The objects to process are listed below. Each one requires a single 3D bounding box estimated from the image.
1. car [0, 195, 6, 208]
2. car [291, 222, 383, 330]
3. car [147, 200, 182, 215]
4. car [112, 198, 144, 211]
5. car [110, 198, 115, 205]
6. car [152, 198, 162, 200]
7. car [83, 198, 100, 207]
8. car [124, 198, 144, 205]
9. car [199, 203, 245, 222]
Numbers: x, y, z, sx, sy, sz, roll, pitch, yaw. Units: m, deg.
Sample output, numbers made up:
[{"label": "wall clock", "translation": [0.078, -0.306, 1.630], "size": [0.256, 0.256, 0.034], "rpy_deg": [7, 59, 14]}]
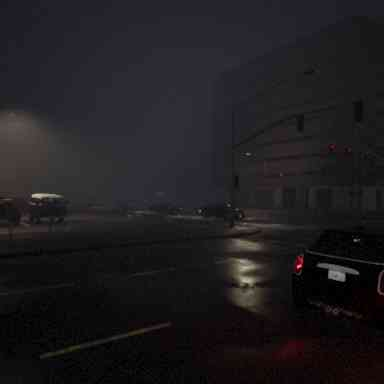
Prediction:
[{"label": "car", "translation": [-32.850, 1.273, 55.650], "size": [1.932, 1.855, 4.605], "rpy_deg": [1, 0, -35]}, {"label": "car", "translation": [4.120, 1.431, 6.732], "size": [4.553, 1.767, 2.097], "rpy_deg": [1, -1, -36]}, {"label": "car", "translation": [-3.112, 1.873, 37.831], "size": [1.895, 1.301, 4.718], "rpy_deg": [1, 0, -35]}, {"label": "car", "translation": [-8.904, 1.874, 46.009], "size": [1.895, 1.301, 4.718], "rpy_deg": [1, 0, -35]}, {"label": "car", "translation": [-15.089, 1.918, 67.155], "size": [1.994, 1.385, 4.181], "rpy_deg": [1, 0, -35]}, {"label": "car", "translation": [-6.543, 1.918, 61.153], "size": [1.812, 1.442, 4.674], "rpy_deg": [1, 0, -35]}, {"label": "car", "translation": [-17.704, 1.803, 58.572], "size": [2.128, 1.511, 4.902], "rpy_deg": [1, 0, -35]}, {"label": "car", "translation": [-12.051, 1.939, 68.886], "size": [2.033, 1.411, 5.357], "rpy_deg": [1, 0, -35]}, {"label": "car", "translation": [2.642, 1.763, 29.722], "size": [2.128, 1.511, 4.902], "rpy_deg": [1, 0, -35]}]
